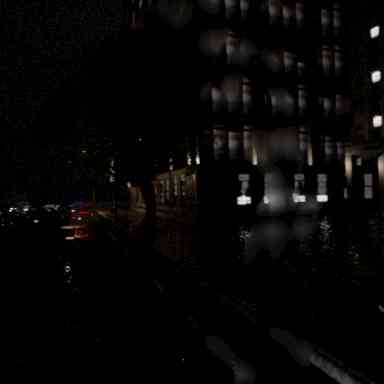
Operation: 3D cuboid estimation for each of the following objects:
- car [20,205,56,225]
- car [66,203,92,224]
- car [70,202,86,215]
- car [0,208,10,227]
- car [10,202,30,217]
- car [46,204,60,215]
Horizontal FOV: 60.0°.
[{"bbox_3d":[-13.140,2.054,28.644,1.895,1.301,4.718,-1,0,-19],"label":"car"},{"bbox_3d":[-9.805,1.880,28.943,1.837,1.490,4.892,-1,0,-19],"label":"car"},{"bbox_3d":[-14.598,2.080,42.744,1.812,1.442,4.674,-1,-1,-19],"label":"car"},{"bbox_3d":[-15.270,2.087,24.669,1.895,1.301,4.718,-1,0,-19],"label":"car"},{"bbox_3d":[-20.695,2.039,40.308,2.097,1.767,4.553,-1,0,-19],"label":"car"},{"bbox_3d":[-17.669,2.186,41.680,1.994,1.385,4.181,-1,0,-19],"label":"car"}]
